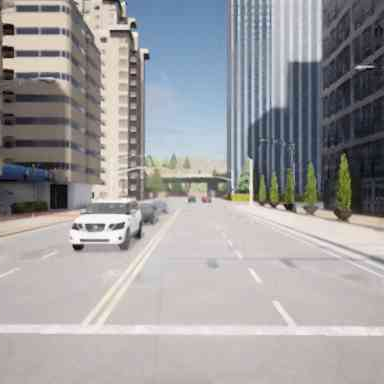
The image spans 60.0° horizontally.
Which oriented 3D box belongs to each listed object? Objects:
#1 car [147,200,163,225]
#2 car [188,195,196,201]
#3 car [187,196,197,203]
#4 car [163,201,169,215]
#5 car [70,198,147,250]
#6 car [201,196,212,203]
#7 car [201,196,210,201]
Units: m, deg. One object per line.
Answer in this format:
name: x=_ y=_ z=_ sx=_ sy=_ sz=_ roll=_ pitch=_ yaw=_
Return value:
car: x=-3.602 y=1.586 z=25.385 sx=1.882 sy=1.535 sz=5.008 roll=0 pitch=0 yaw=0
car: x=-0.021 y=1.642 z=86.012 sx=1.812 sy=1.442 sz=4.674 roll=0 pitch=0 yaw=0
car: x=-0.018 y=1.731 z=75.579 sx=1.837 sy=1.490 sz=4.892 roll=0 pitch=0 yaw=0
car: x=-3.576 y=1.660 z=36.338 sx=1.812 sy=1.442 sz=4.674 roll=0 pitch=0 yaw=0
car: x=-3.603 y=1.305 z=15.038 sx=2.150 sy=2.045 sz=5.566 roll=0 pitch=0 yaw=0
car: x=3.481 y=1.788 z=75.996 sx=1.994 sy=1.385 sz=4.181 roll=0 pitch=0 yaw=0
car: x=3.479 y=1.673 z=86.013 sx=1.994 sy=1.385 sz=4.181 roll=0 pitch=0 yaw=0
